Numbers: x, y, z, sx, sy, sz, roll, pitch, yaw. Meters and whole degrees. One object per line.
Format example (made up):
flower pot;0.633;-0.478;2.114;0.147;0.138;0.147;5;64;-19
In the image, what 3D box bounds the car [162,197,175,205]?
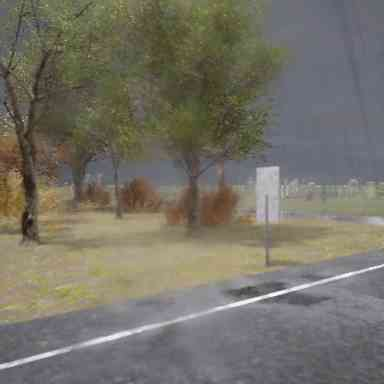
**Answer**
car;-4.491;1.598;57.062;1.837;1.490;4.892;0;0;-31
